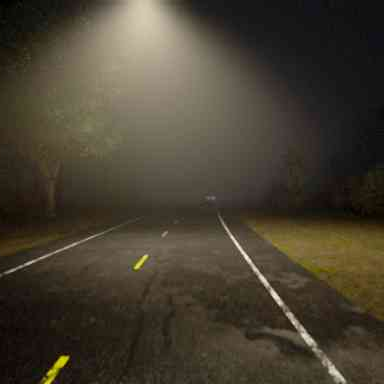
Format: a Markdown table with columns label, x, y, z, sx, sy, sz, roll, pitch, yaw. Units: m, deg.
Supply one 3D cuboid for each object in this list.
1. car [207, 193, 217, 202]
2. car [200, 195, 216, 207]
| label | x | y | z | sx | sy | sz | roll | pitch | yaw |
| --- | --- | --- | --- | --- | --- | --- | --- | --- | --- |
| car | 4.129 | 1.224 | 70.412 | 2.150 | 2.045 | 5.566 | 0 | 0 | 7 |
| car | 2.332 | 1.612 | 51.281 | 1.895 | 1.301 | 4.718 | 0 | 0 | 5 |
